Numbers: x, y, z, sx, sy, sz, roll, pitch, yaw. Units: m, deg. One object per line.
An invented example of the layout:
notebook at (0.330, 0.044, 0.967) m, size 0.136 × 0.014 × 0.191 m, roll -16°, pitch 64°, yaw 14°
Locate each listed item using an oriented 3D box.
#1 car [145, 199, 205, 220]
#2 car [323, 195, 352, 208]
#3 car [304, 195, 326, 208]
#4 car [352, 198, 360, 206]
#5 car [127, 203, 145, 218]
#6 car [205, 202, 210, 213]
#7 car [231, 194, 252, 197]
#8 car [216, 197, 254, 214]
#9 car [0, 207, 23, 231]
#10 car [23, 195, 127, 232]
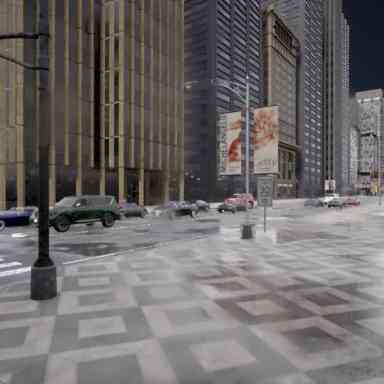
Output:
car at (-1.323, 1.514, 28.487) m, size 2.128 × 1.511 × 4.902 m, roll 0°, pitch 0°, yaw 36°
car at (21.330, 1.625, 48.697) m, size 2.033 × 1.411 × 5.357 m, roll 0°, pitch 0°, yaw 36°
car at (18.570, 1.618, 50.409) m, size 2.033 × 1.411 × 5.357 m, roll 0°, pitch 0°, yaw 36°
car at (27.967, 1.658, 57.968) m, size 1.994 × 1.385 × 4.181 m, roll 0°, pitch 0°, yaw 35°
car at (-5.672, 1.576, 27.992) m, size 1.994 × 1.385 × 4.181 m, roll 0°, pitch 0°, yaw 35°
car at (0.243, 1.552, 36.260) m, size 1.812 × 1.442 × 4.674 m, roll 0°, pitch 0°, yaw 36°
car at (6.378, 1.263, 44.787) m, size 2.150 × 2.045 × 5.566 m, roll 0°, pitch 0°, yaw 37°
car at (4.784, 1.585, 37.017) m, size 2.033 × 1.411 × 5.357 m, roll 0°, pitch 0°, yaw 35°
car at (-10.796, 1.602, 20.819) m, size 1.895 × 1.301 × 4.718 m, roll 0°, pitch 0°, yaw 35°
car at (-6.994, 1.232, 20.549) m, size 2.150 × 2.045 × 5.566 m, roll 0°, pitch 0°, yaw 36°
